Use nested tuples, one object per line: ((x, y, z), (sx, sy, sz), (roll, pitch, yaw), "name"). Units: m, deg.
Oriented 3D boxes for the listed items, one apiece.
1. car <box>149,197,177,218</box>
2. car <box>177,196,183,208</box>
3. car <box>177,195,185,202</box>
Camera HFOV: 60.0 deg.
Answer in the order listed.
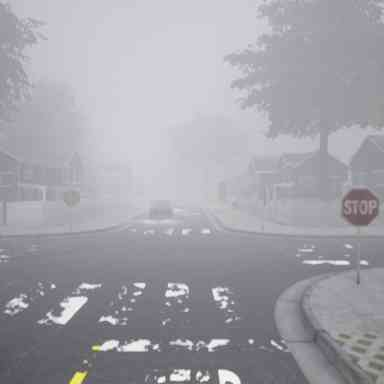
((-2.694, 1.449, 30.043), (1.882, 1.535, 5.008), (0, 0, 0), "car")
((-2.663, 1.555, 46.041), (1.895, 1.301, 4.718), (0, 0, 0), "car")
((-2.613, 1.425, 73.250), (1.837, 1.490, 4.892), (0, 0, 0), "car")
